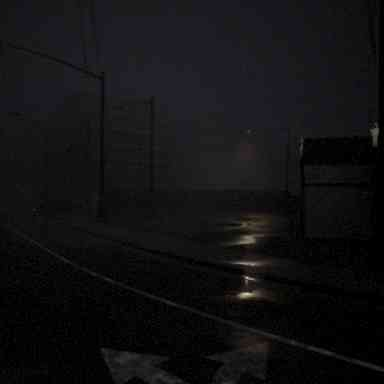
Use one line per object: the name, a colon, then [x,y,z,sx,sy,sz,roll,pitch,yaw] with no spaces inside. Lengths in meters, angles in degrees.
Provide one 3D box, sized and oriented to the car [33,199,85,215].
car: [-12.989,1.443,32.693,1.837,1.490,4.892,-3,-3,43]
